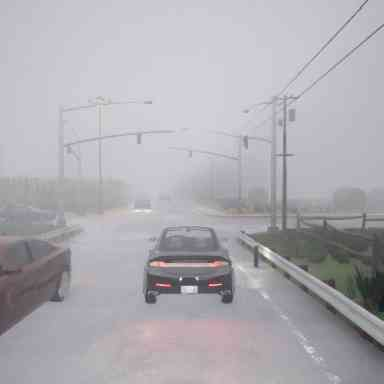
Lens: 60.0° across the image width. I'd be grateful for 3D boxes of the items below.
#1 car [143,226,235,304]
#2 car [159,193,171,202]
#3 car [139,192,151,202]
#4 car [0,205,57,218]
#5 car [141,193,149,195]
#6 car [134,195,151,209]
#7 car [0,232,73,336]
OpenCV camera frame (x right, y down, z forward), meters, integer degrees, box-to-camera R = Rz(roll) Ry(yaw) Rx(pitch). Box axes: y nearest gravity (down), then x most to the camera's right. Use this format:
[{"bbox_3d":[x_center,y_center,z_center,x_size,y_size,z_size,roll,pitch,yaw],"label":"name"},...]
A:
[{"bbox_3d":[-0.091,1.612,8.420,2.128,1.511,4.902,0,-2,-1],"label":"car"},{"bbox_3d":[-5.219,0.885,63.664,2.097,1.767,4.553,0,1,-7],"label":"car"},{"bbox_3d":[-8.641,0.923,61.534,2.097,1.767,4.553,0,1,-7],"label":"car"},{"bbox_3d":[-13.023,1.731,25.991,4.674,1.442,1.812,0,1,-8],"label":"car"},{"bbox_3d":[-7.389,1.276,51.495,1.812,1.442,4.674,0,1,-7],"label":"car"},{"bbox_3d":[-6.324,1.468,42.897,1.994,1.385,4.181,0,1,-7],"label":"car"},{"bbox_3d":[-3.659,1.533,5.686,1.882,1.535,5.008,0,-1,-1],"label":"car"}]
